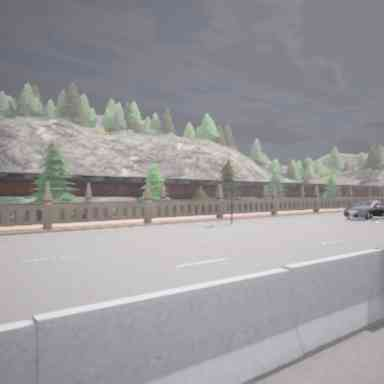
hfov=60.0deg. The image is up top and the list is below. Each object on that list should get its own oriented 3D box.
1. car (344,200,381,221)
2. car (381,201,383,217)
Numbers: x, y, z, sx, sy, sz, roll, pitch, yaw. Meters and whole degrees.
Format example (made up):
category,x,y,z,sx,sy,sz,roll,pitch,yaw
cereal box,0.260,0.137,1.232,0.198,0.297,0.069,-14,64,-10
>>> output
category,x,y,z,sx,sy,sz,roll,pitch,yaw
car,14.314,1.443,27.040,4.902,1.511,2.128,0,0,-35
car,16.247,1.499,24.157,5.357,1.411,2.033,0,0,-35
